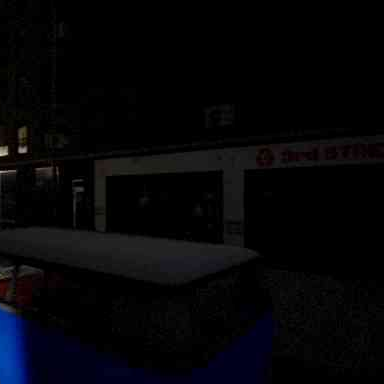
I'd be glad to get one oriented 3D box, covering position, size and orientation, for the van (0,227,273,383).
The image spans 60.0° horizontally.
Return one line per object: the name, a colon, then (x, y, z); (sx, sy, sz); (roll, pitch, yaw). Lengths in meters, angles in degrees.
van: (-1.132, 1.354, 3.612); (3.998, 1.788, 1.690); (0, 0, 35)
